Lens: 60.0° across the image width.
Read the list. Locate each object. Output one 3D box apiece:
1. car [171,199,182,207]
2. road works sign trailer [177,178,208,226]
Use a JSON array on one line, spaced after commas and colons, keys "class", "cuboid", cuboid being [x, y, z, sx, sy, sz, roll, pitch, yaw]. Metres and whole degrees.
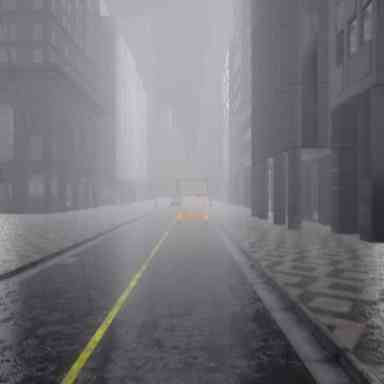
[{"class": "car", "cuboid": [-3.029, 2.068, 64.556, 1.837, 1.490, 4.892, 0, 0, 1]}, {"class": "road works sign trailer", "cuboid": [0.050, 0.702, 25.679, 2.380, 3.560, 2.880, 0, -1, -1]}]
